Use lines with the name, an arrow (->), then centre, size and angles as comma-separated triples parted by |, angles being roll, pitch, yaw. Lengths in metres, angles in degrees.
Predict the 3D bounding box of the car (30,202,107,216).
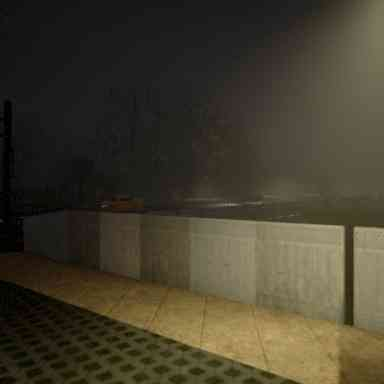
car -> -7.738, 1.589, 20.487 | 1.994, 1.385, 4.181 | 3, 3, 41

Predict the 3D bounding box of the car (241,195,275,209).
car -> 8.112, 1.340, 38.593 | 1.895, 1.301, 4.718 | 3, 3, 41

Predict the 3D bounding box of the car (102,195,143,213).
car -> -6.919, 1.106, 31.425 | 1.882, 1.535, 5.008 | 3, 3, 41

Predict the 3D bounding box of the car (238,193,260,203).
car -> 8.627, 0.851, 49.069 | 2.128, 1.511, 4.902 | 3, 3, 42
